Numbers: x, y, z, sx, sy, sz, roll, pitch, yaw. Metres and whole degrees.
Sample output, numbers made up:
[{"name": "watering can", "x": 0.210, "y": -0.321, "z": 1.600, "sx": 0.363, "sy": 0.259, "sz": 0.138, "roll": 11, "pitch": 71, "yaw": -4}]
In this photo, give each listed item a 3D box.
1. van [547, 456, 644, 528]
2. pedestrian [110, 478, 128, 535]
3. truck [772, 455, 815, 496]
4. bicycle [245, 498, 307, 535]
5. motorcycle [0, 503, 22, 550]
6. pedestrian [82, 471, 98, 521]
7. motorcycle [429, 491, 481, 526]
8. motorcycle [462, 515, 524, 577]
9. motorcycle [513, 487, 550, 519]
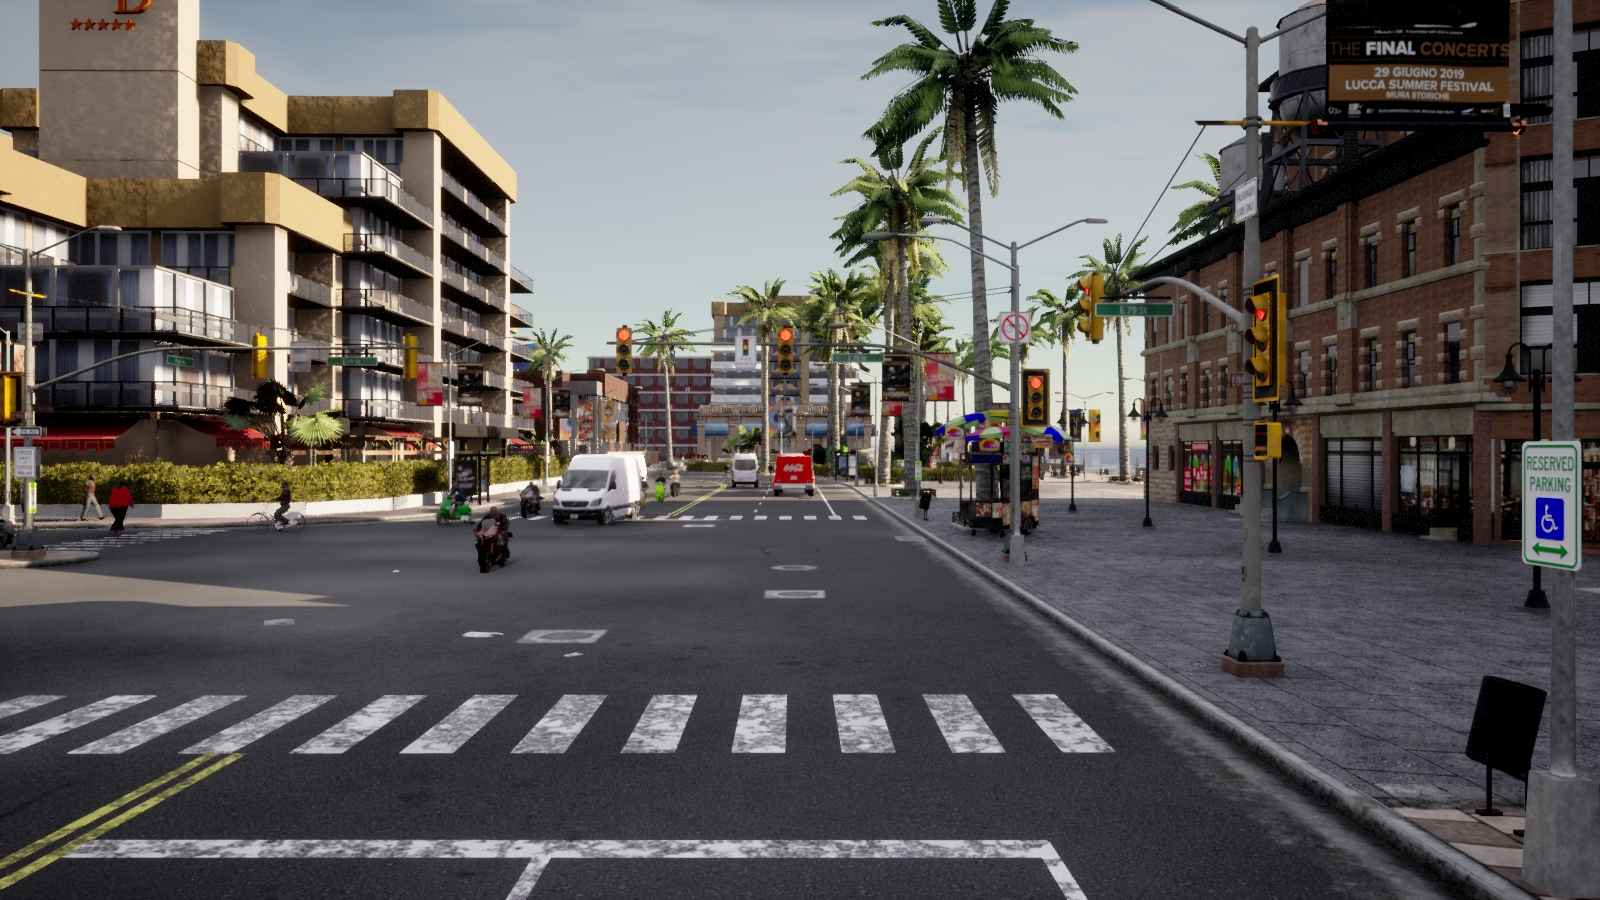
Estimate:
[{"name": "van", "x": -7.796, "y": 1.534, "z": 44.283, "sx": 1.988, "sy": 2.561, "sz": 5.915, "roll": 1, "pitch": 0, "yaw": 7}, {"name": "pedestrian", "x": -22.419, "y": 1.848, "z": 37.619, "sx": 0.375, "sy": 1.860, "sz": 0.375, "roll": 0, "pitch": 0, "yaw": -1}, {"name": "truck", "x": -0.394, "y": 1.568, "z": 71.958, "sx": 2.627, "sy": 2.467, "sz": 5.204, "roll": 0, "pitch": 0, "yaw": 0}, {"name": "bicycle", "x": -17.476, "y": 2.209, "z": 38.133, "sx": 1.835, "sy": 1.171, "sz": 0.329, "roll": 1, "pitch": 0, "yaw": -36}, {"name": "motorcycle", "x": -23.542, "y": 2.170, "z": 32.431, "sx": 2.356, "sy": 1.277, "sz": 0.764, "roll": 0, "pitch": 0, "yaw": -2}, {"name": "pedestrian", "x": -26.285, "y": 1.696, "z": 42.302, "sx": 0.375, "sy": 1.860, "sz": 0.375, "roll": 0, "pitch": 0, "yaw": 13}, {"name": "motorcycle", "x": -12.923, "y": 2.182, "z": 42.812, "sx": 0.856, "sy": 1.236, "sz": 1.805, "roll": -1, "pitch": 0, "yaw": 27}, {"name": "motorcycle", "x": -7.129, "y": 2.205, "z": 26.659, "sx": 0.867, "sy": 1.251, "sz": 2.209, "roll": 0, "pitch": 0, "yaw": 0}, {"name": "motorcycle", "x": -11.227, "y": 2.205, "z": 47.800, "sx": 0.867, "sy": 1.251, "sz": 2.209, "roll": 0, "pitch": 0, "yaw": 5}]
